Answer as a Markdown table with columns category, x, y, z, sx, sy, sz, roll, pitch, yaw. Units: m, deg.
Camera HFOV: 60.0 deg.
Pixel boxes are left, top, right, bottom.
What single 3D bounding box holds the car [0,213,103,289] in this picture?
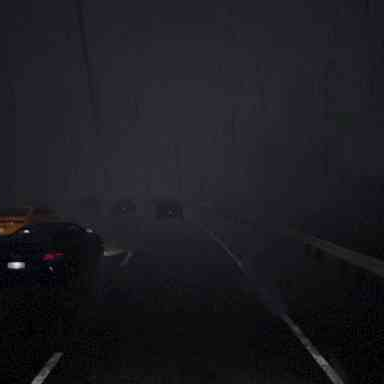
| category | x | y | z | sx | sy | sz | roll | pitch | yaw |
| --- | --- | --- | --- | --- | --- | --- | --- | --- | --- |
| car | -3.758 | 1.489 | 8.973 | 1.994 | 1.385 | 4.181 | 0 | 0 | -3 |

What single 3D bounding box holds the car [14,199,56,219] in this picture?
| category | x | y | z | sx | sy | sz | roll | pitch | yaw |
| --- | --- | --- | --- | --- | --- | --- | --- | --- | --- |
| car | -12.690 | 1.341 | 27.253 | 1.994 | 1.385 | 4.181 | 0 | 1 | -9 |

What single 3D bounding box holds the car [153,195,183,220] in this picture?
| category | x | y | z | sx | sy | sz | roll | pitch | yaw |
| --- | --- | --- | --- | --- | --- | --- | --- | --- | --- |
| car | -1.850 | 1.254 | 25.696 | 1.882 | 1.535 | 5.008 | 0 | 1 | -8 |

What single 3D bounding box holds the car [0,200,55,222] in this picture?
| category | x | y | z | sx | sy | sz | roll | pitch | yaw |
| --- | --- | --- | --- | --- | --- | --- | --- | --- | --- |
| car | -7.727 | 1.350 | 15.596 | 1.882 | 1.535 | 5.008 | 0 | 0 | -5 |

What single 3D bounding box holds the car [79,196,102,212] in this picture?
| category | x | y | z | sx | sy | sz | roll | pitch | yaw |
| --- | --- | --- | --- | --- | --- | --- | --- | --- | --- |
| car | -10.317 | 1.191 | 34.128 | 1.882 | 1.535 | 5.008 | 0 | 1 | -10 |

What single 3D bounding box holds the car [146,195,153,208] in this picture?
| category | x | y | z | sx | sy | sz | roll | pitch | yaw |
| --- | --- | --- | --- | --- | --- | --- | --- | --- | --- |
| car | -4.578 | 1.125 | 40.924 | 1.882 | 1.535 | 5.008 | 0 | 1 | -12 |

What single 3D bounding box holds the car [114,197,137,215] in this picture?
| category | x | y | z | sx | sy | sz | roll | pitch | yaw |
| --- | --- | --- | --- | --- | --- | --- | --- | --- | --- |
| car | -6.158 | 1.230 | 30.746 | 2.128 | 1.511 | 4.902 | 0 | 0 | -9 |
